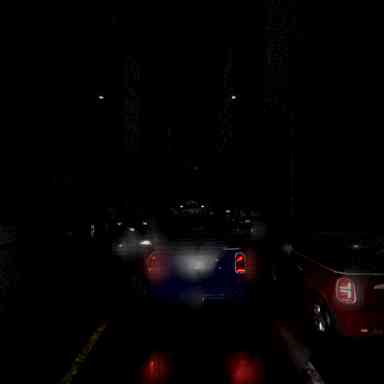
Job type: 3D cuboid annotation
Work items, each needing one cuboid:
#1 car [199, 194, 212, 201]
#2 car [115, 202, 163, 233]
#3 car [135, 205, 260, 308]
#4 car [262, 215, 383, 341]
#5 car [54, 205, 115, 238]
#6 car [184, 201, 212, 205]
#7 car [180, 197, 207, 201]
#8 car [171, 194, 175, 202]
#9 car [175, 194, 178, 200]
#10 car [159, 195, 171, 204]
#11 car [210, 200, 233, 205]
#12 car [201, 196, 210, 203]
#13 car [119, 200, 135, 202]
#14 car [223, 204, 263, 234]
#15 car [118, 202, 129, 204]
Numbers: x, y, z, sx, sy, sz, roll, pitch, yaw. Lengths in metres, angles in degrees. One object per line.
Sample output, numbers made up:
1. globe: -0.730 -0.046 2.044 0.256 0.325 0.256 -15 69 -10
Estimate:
1. car: 2.896 1.483 65.624 1.967 1.590 4.097 0 0 0
2. car: -3.076 1.549 19.732 2.033 1.411 5.357 0 0 0
3. car: 0.100 1.352 8.097 2.097 1.767 4.553 0 0 0
4. car: 2.855 1.440 6.528 1.967 1.590 4.097 0 0 0
5. car: -5.669 1.566 17.532 1.947 1.339 4.313 0 0 0
6. car: 0.098 1.478 17.377 1.882 1.535 5.008 0 0 0
7. car: 0.003 1.459 27.399 1.801 1.575 5.366 0 0 0
8. car: -5.607 1.615 76.455 2.008 1.369 4.403 0 0 0
9. car: -5.576 1.636 92.510 1.752 1.417 4.829 0 0 0
10. car: -5.628 1.625 65.638 1.802 1.307 4.206 0 0 0
11. car: 2.858 1.569 28.534 1.947 1.339 4.313 0 0 0
12. car: 2.907 1.578 71.203 1.752 1.417 4.829 0 0 0
13. car: -5.668 1.443 28.535 1.967 1.590 4.097 0 0 0
14. car: 2.856 1.552 17.531 2.008 1.369 4.403 0 0 0
15. car: -5.669 1.583 23.034 1.802 1.307 4.206 0 0 0
